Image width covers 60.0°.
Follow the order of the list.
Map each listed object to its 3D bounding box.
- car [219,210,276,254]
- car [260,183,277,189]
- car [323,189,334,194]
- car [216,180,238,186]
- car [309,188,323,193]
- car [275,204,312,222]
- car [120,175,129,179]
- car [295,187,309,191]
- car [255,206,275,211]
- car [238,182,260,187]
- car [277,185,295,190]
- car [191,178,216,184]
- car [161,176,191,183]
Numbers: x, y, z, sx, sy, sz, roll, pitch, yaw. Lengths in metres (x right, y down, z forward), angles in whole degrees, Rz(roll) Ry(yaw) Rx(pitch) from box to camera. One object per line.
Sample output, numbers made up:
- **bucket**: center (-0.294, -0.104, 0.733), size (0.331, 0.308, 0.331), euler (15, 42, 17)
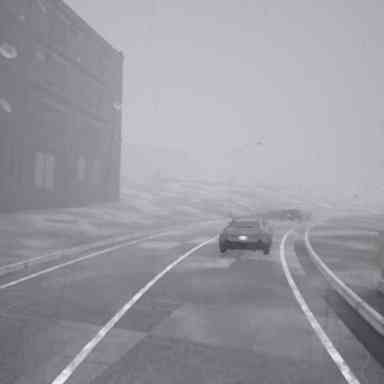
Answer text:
- **car**: center (2.395, 1.684, 14.174), size (1.994, 1.385, 4.181), euler (-1, -1, 15)
- **car**: center (15.608, -1.155, 72.404), size (4.553, 1.767, 2.185), euler (3, -6, -33)
- **car**: center (33.656, 0.054, 85.446), size (4.553, 1.767, 2.185), euler (4, -6, -38)
- **car**: center (6.244, -1.532, 66.507), size (4.674, 1.452, 2.002), euler (3, -5, -30)
- **car**: center (29.204, -0.152, 81.994), size (4.892, 1.521, 2.231), euler (4, -6, -36)
- **car**: center (9.502, 1.887, 30.244), size (1.882, 1.535, 5.008), euler (-3, -3, 32)
- **car**: center (-12.899, -2.609, 55.699), size (4.553, 1.767, 2.185), euler (3, -5, -29)
- **car**: center (24.848, -0.407, 78.776), size (4.674, 1.452, 2.002), euler (4, -6, -35)
- **car**: center (7.517, 2.148, 34.043), size (2.033, 1.411, 5.357), euler (-3, -3, 35)
- **car**: center (10.967, -1.304, 69.409), size (5.008, 1.535, 2.097), euler (3, -6, -31)
- **car**: center (20.344, -0.707, 75.600), size (4.792, 1.488, 2.163), euler (4, -6, -34)
- **car**: center (1.459, -1.827, 63.713), size (4.892, 1.521, 2.231), euler (3, -5, -29)
- **car**: center (-3.353, -2.055, 61.018), size (4.892, 1.521, 2.231), euler (3, -5, -29)
